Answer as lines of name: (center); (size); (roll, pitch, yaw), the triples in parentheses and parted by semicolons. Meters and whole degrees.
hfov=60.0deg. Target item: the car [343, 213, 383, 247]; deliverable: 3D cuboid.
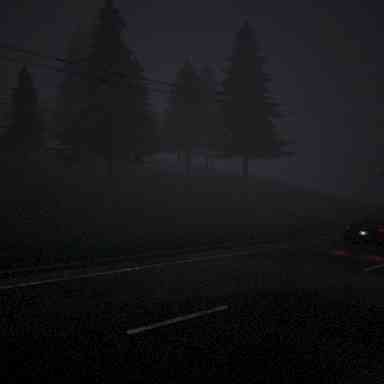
car: (8.269, 1.569, 14.066); (4.181, 1.385, 1.994); (0, 0, -35)
